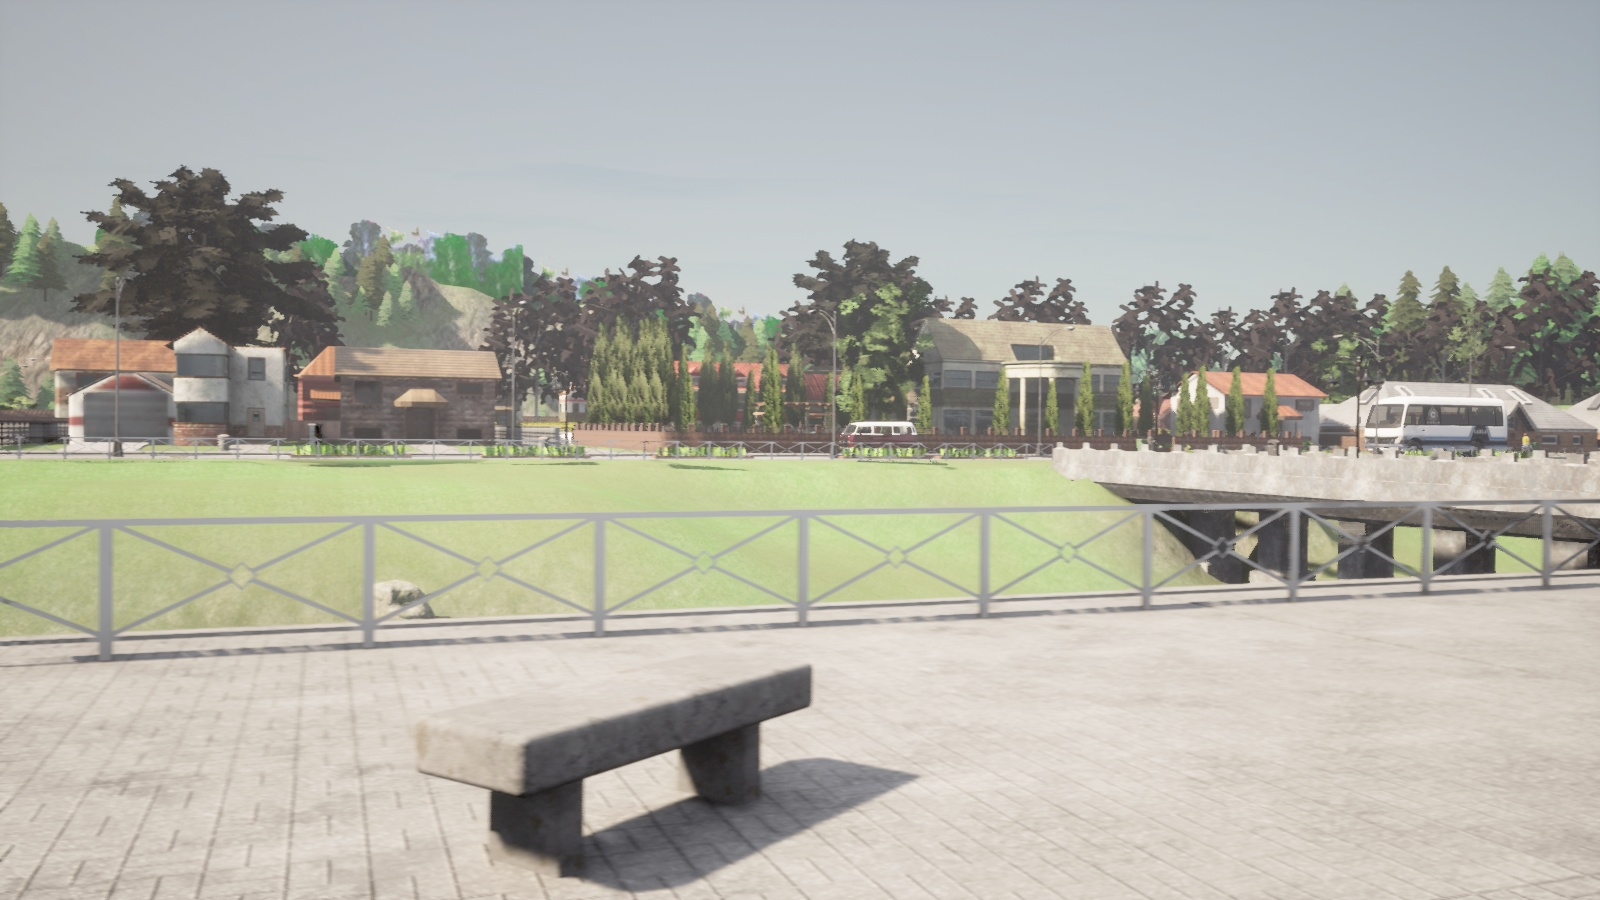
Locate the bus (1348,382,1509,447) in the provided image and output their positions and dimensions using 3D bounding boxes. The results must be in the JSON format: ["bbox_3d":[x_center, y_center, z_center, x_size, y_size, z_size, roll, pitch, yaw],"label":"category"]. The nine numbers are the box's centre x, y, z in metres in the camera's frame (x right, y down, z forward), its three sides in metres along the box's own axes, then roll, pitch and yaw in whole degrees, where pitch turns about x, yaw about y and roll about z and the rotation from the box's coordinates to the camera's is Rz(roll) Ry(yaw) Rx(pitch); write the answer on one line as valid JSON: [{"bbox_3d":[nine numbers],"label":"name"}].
[{"bbox_3d":[43.119,-2.446,86.099,10.273,4.253,3.944,-1,1,-21],"label":"bus"}]

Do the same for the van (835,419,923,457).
[{"bbox_3d":[4.485,-0.690,71.455,4.480,2.038,2.069,-1,1,-21],"label":"van"}]
